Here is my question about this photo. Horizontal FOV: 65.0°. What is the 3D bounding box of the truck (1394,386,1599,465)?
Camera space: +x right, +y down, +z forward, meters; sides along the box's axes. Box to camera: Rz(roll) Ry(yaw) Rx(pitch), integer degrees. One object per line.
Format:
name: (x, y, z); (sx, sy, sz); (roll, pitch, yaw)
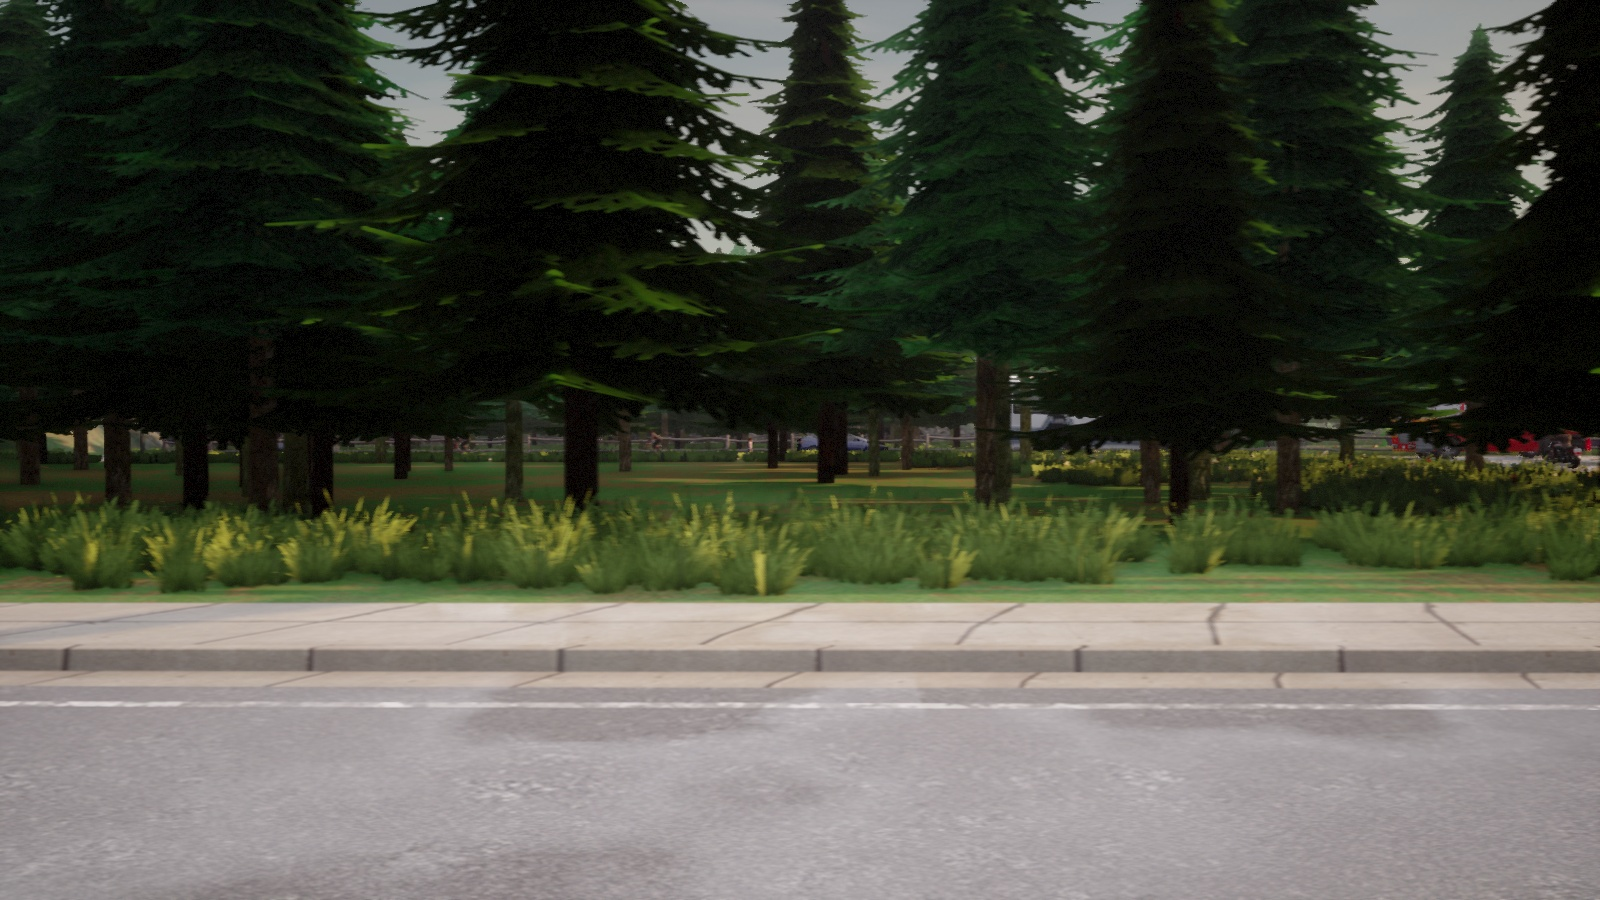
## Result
truck: (34.476, -1.208, 62.394); (8.468, 3.827, 2.891); (0, 1, 5)

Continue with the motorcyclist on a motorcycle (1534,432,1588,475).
motorcyclist on a motorcycle: (29.694, 0.130, 49.045); (0.766, 1.649, 2.350); (0, 1, 3)

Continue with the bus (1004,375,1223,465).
bus: (15.797, -1.527, 64.135); (10.273, 4.253, 3.944); (1, 1, 5)

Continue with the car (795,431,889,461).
car: (2.215, -0.217, 65.294); (4.792, 1.488, 2.163); (0, 1, 4)
